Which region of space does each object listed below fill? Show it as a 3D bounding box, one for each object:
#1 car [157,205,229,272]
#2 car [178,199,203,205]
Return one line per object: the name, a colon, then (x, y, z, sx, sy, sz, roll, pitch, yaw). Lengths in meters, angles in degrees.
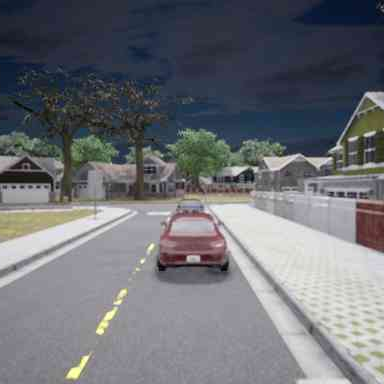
car: (0.009, 1.326, 9.961, 1.812, 1.442, 4.674, 0, 1, -1)
car: (-0.100, 1.130, 21.083, 2.033, 1.411, 5.357, 0, 1, 0)
